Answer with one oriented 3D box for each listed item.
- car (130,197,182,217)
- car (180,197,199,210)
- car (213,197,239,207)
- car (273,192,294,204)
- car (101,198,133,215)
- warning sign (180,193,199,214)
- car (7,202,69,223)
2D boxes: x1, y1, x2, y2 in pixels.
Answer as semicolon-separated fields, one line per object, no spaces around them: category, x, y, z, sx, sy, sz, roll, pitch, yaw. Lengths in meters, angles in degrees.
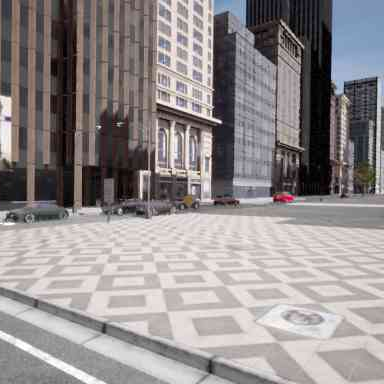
car;-3.270;1.487;30.939;1.994;1.385;4.181;1;1;35
car;-0.989;1.340;39.681;1.837;1.490;4.892;1;1;35
car;4.968;1.395;48.036;1.895;1.301;4.718;1;1;36
car;16.052;1.006;58.228;2.150;2.045;5.566;1;1;35
car;-6.435;1.377;31.988;1.837;1.490;4.892;1;1;35
warning sign;-0.242;1.077;30.668;1.300;1.860;1.060;1;1;35
car;-11.447;1.470;24.911;1.994;1.385;4.181;1;1;35
